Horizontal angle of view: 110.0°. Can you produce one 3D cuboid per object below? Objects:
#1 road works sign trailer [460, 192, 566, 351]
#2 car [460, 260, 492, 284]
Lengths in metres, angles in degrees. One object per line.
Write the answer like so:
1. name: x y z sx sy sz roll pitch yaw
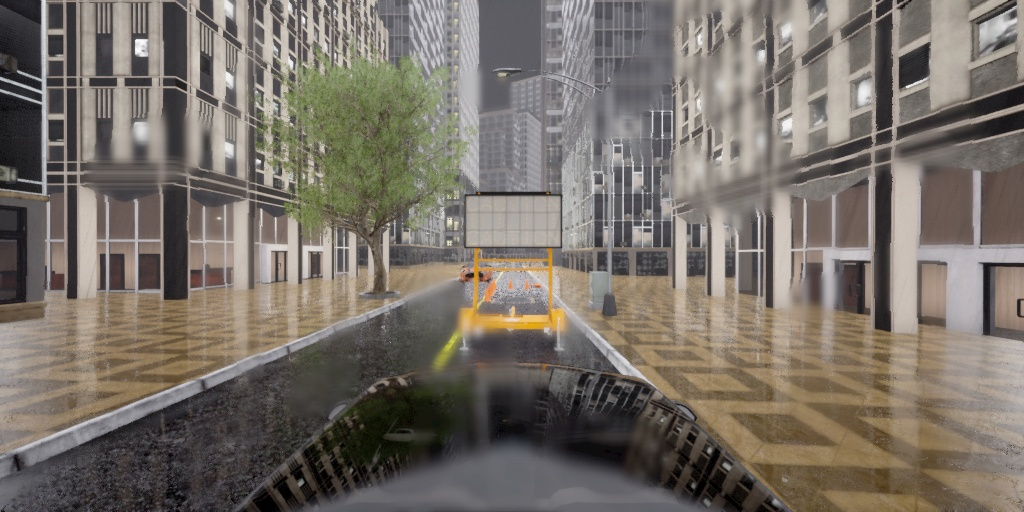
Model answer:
1. road works sign trailer: 0.034 0.214 8.941 2.380 3.560 2.880 0 0 0
2. car: -2.643 1.112 27.340 2.097 1.767 4.553 0 0 0
